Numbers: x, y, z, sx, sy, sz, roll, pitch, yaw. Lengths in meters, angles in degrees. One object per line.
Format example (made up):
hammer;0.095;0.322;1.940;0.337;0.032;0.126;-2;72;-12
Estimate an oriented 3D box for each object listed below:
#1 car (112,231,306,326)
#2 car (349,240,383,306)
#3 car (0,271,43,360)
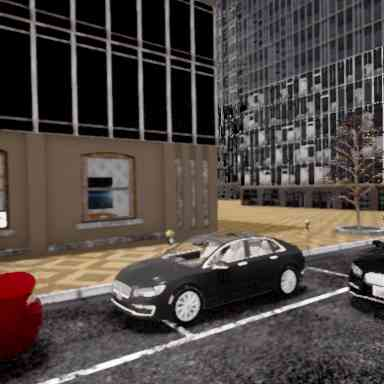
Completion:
car;0.545;1.542;6.928;4.403;1.369;2.008;0;-1;-35
car;5.306;1.474;7.159;4.902;1.511;2.128;0;0;-35
car;-4.093;1.547;3.619;4.507;1.381;1.887;0;-1;-35
